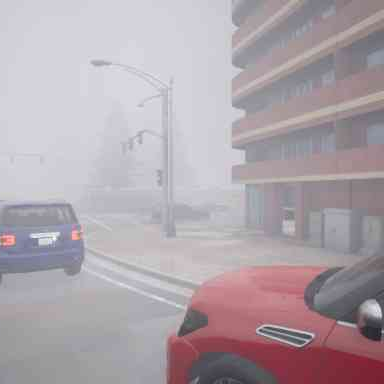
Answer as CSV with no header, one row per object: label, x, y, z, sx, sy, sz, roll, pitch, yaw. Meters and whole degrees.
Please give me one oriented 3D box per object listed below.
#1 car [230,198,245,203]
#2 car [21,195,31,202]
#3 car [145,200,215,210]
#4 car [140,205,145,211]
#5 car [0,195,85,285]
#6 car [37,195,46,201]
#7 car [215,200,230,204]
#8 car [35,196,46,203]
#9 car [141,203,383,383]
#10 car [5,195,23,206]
car,5.178,1.533,39.703,5.008,1.535,1.882,0,0,-23
car,-40.551,1.500,81.132,1.837,1.490,4.892,0,0,-23
car,-0.892,1.582,25.576,4.674,1.442,1.812,0,0,-23
car,-3.344,1.581,36.126,4.674,1.442,1.812,0,0,-23
car,-4.917,1.221,9.767,2.150,2.045,5.566,0,0,-36
car,-37.309,1.478,82.452,1.882,1.535,5.008,0,0,-23
car,1.115,1.656,34.215,4.718,1.301,1.895,0,0,-23
car,-33.275,1.540,72.982,2.033,1.411,5.357,0,0,-23
car,2.392,1.221,2.420,5.566,2.045,2.150,0,0,36
car,-29.040,1.352,54.355,2.097,1.767,4.553,0,0,-23
